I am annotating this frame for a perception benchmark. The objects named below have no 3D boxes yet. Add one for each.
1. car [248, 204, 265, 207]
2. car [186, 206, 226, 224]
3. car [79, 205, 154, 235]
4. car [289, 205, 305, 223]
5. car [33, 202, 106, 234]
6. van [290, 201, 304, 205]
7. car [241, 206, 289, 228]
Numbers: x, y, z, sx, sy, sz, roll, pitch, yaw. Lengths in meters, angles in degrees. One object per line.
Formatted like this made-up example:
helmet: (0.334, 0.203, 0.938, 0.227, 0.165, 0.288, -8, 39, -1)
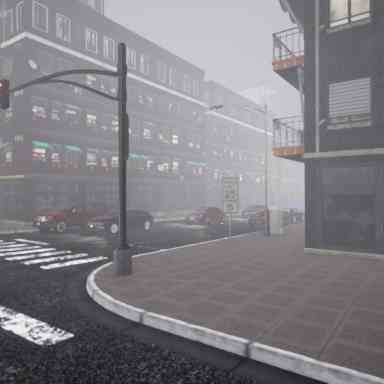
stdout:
car: (7.338, 2.186, 38.237, 1.837, 1.490, 4.892, 0, -1, 36)
car: (1.360, 2.016, 29.763, 1.812, 1.442, 4.674, 0, -1, 35)
car: (-4.498, 1.811, 21.461, 1.837, 1.490, 4.892, 0, -1, 35)
car: (9.096, 2.118, 30.780, 2.008, 1.369, 4.403, -2, -2, 35)
car: (-7.585, 1.600, 21.603, 2.192, 1.841, 5.009, -1, -2, 35)
van: (18.602, 2.459, 58.776, 1.690, 1.788, 3.998, -1, -2, 35)
car: (5.822, 2.046, 26.132, 1.802, 1.307, 4.206, -2, -2, 35)
